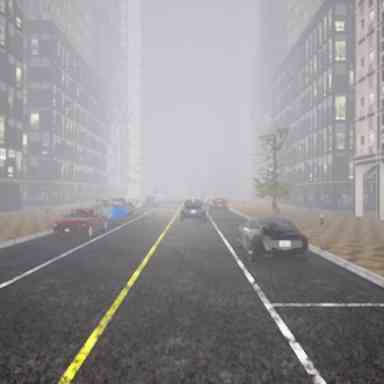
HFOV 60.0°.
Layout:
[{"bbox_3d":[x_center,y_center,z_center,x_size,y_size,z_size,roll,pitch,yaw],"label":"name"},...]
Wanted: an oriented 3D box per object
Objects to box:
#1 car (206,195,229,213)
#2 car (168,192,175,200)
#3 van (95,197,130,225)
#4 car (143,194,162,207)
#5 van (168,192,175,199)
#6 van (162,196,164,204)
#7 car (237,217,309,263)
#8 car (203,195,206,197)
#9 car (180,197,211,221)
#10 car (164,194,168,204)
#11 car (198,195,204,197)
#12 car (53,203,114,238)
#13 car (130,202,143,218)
[{"bbox_3d":[2.692,1.327,34.477,1.967,1.590,4.097,0,0,0],"label":"car"},{"bbox_3d":[-5.692,1.244,79.858,1.752,1.417,4.829,0,0,0],"label":"car"},{"bbox_3d":[-5.688,1.266,23.107,1.690,1.788,3.998,0,0,0],"label":"van"},{"bbox_3d":[-5.690,1.286,45.875,1.967,1.590,4.097,0,0,0],"label":"car"},{"bbox_3d":[-5.692,1.015,91.412,1.690,1.788,3.998,0,0,0],"label":"van"},{"bbox_3d":[-5.689,1.166,51.568,1.690,1.788,3.998,0,0,0],"label":"van"},{"bbox_3d":[2.693,1.529,11.711,1.947,1.339,4.313,0,0,0],"label":"car"},{"bbox_3d":[2.690,1.428,45.862,1.802,1.307,4.206,0,0,0],"label":"car"},{"bbox_3d":[0.098,1.419,25.988,2.163,1.488,4.792,0,0,0],"label":"car"},{"bbox_3d":[-5.691,1.369,57.261,1.947,1.339,4.313,0,0,0],"label":"car"},{"bbox_3d":[0.097,1.423,42.095,1.994,1.385,4.181,0,0,0],"label":"car"},{"bbox_3d":[-5.688,1.489,17.415,1.887,1.381,4.507,0,0,0],"label":"car"},{"bbox_3d":[-5.689,1.488,28.800,1.802,1.307,4.206,0,0,0],"label":"car"}]
